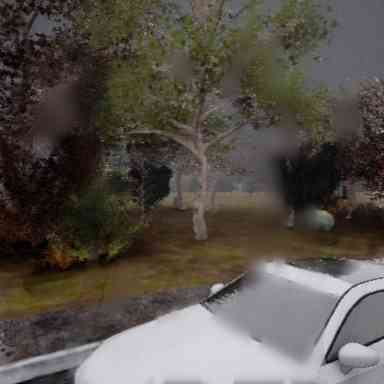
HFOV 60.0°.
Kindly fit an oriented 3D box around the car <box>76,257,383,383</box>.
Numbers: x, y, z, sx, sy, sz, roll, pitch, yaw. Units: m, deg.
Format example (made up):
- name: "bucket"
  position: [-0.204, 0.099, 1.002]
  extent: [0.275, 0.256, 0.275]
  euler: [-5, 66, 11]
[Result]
- name: "car"
  position: [1.226, 1.496, 3.431]
  extent: [4.674, 1.442, 1.812]
  euler: [0, 1, -29]
